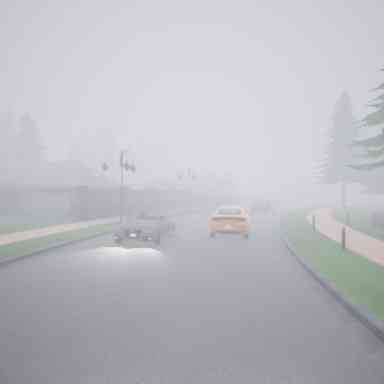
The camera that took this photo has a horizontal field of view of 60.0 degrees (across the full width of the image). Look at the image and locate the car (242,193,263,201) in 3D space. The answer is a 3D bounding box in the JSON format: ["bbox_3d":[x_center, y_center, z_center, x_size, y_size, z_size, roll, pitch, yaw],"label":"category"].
[{"bbox_3d":[12.365,1.227,69.520,3.866,1.878,1.905,0,0,32],"label":"car"}]

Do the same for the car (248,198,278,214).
[{"bbox_3d":[7.774,1.634,36.146,1.895,1.301,4.718,0,0,23],"label":"car"}]

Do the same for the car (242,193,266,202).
[{"bbox_3d":[13.370,1.230,71.857,4.605,1.855,1.932,0,0,32],"label":"car"}]

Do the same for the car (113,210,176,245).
[{"bbox_3d":[-2.056,1.554,15.398,1.994,1.385,4.181,0,0,10],"label":"car"}]

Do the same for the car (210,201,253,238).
[{"bbox_3d":[2.149,1.486,17.984,1.882,1.535,5.008,0,0,11],"label":"car"}]

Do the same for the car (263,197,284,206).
[{"bbox_3d":[13.838,1.623,55.173,1.994,1.385,4.181,0,0,33],"label":"car"}]
